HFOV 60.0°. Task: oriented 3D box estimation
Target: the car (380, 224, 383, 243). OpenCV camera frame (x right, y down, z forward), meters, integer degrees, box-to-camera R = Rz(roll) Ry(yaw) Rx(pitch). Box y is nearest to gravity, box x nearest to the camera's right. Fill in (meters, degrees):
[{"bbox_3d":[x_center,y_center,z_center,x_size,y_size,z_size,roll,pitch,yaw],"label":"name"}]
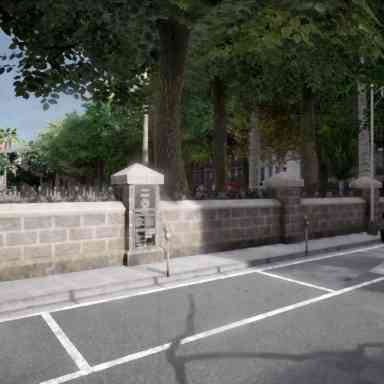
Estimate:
[{"bbox_3d":[9.653,1.308,13.429,5.009,1.841,2.192,0,0,-36],"label":"car"}]
